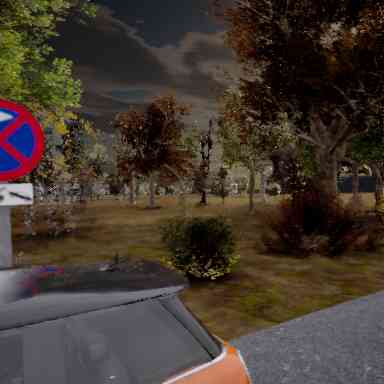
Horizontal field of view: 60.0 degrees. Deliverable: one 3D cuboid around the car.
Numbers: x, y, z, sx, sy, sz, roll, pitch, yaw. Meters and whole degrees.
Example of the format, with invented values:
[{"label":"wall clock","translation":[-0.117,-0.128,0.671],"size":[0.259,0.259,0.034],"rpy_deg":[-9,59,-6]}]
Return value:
[{"label":"car","translation":[-1.743,1.349,1.747],"size":[4.553,1.767,2.097],"rpy_deg":[0,0,-35]}]
